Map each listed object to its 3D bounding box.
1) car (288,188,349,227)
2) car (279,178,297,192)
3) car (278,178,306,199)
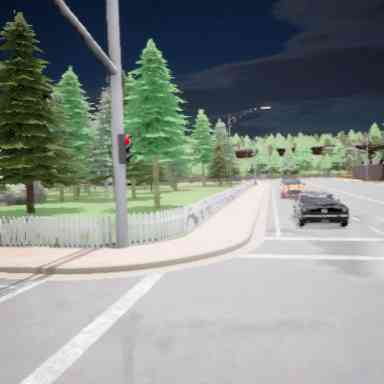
[{"bbox_3d":[5.538,0.680,14.779,1.895,1.301,4.718,-1,3,13],"label":"car"},{"bbox_3d":[11.573,-0.896,40.464,1.837,1.490,4.892,-1,3,13],"label":"car"},{"bbox_3d":[8.946,-0.400,29.658,2.097,1.767,4.553,-1,3,14],"label":"car"}]
